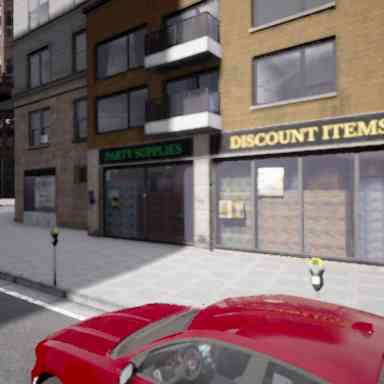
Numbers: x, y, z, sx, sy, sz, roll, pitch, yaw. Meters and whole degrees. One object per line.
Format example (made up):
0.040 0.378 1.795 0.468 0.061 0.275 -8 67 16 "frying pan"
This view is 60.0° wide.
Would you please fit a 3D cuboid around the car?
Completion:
0.510 1.542 2.612 4.507 1.381 1.887 0 -1 36 "car"
